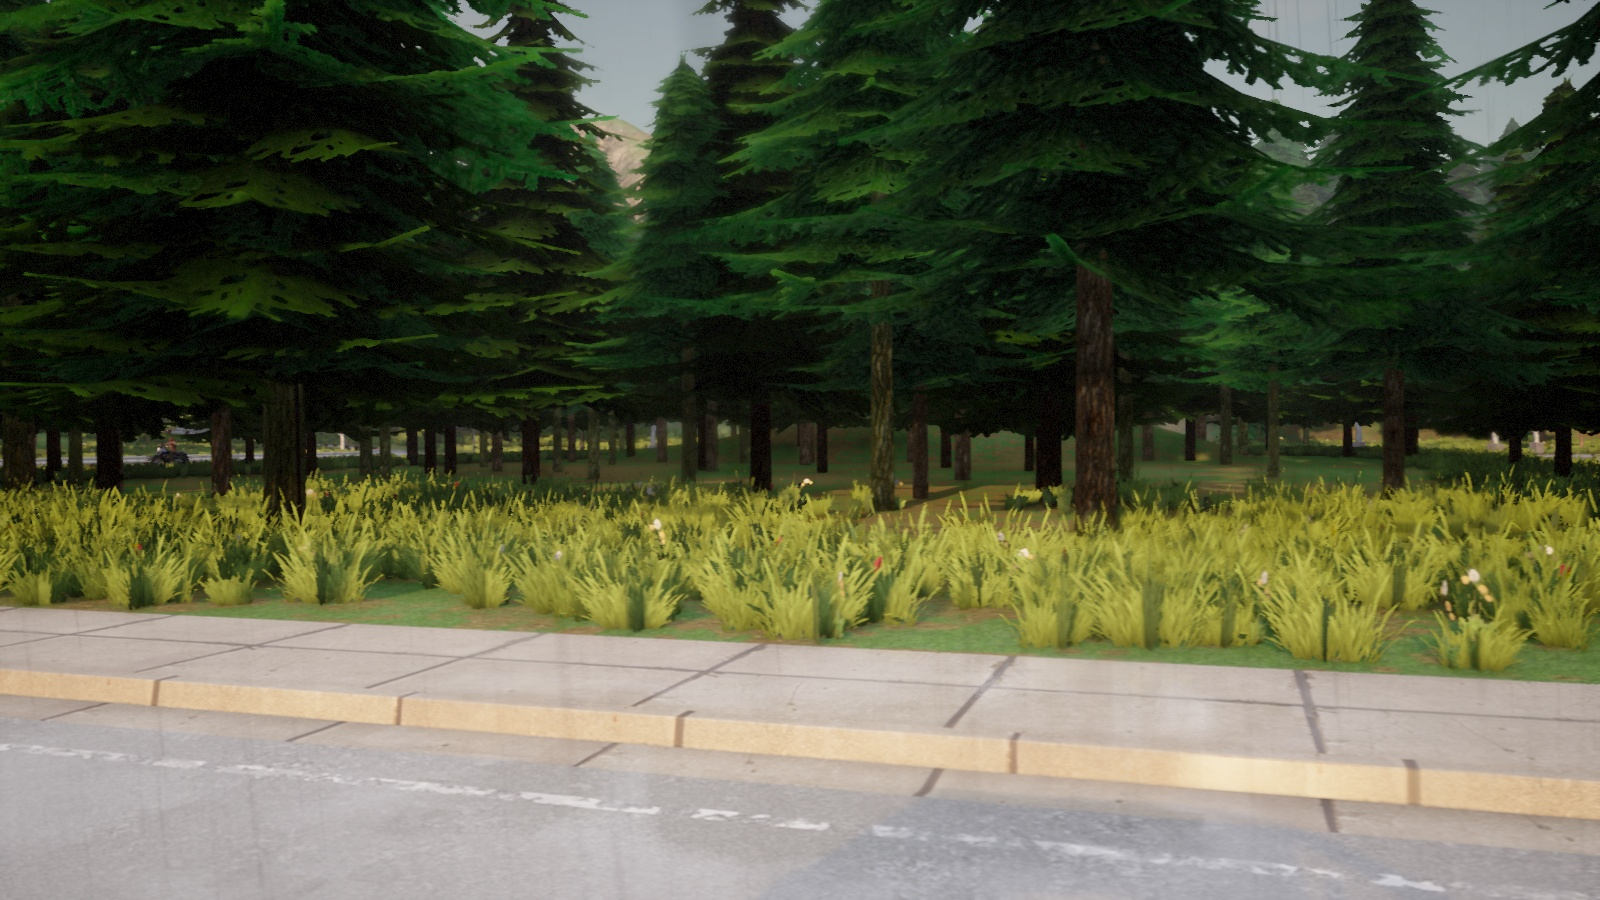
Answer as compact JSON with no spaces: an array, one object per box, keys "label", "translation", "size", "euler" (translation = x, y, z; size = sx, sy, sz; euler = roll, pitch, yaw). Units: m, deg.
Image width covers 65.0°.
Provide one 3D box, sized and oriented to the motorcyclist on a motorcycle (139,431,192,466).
[{"label":"motorcyclist on a motorcycle","translation":[-30.425,-0.097,60.273],"size":[0.766,1.649,2.350],"euler":[0,1,20]}]
